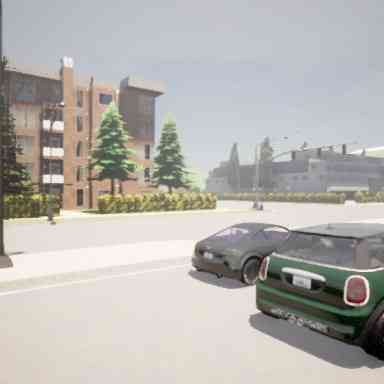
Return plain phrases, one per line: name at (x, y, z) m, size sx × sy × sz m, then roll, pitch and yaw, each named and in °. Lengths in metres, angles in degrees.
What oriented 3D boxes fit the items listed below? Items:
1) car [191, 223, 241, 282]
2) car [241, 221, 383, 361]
car at (2.038, 1.557, 9.504) m, size 4.181 × 1.385 × 1.994 m, roll 0°, pitch 0°, yaw -36°
car at (3.347, 1.345, 6.147) m, size 4.553 × 1.767 × 2.097 m, roll 0°, pitch 0°, yaw -36°
